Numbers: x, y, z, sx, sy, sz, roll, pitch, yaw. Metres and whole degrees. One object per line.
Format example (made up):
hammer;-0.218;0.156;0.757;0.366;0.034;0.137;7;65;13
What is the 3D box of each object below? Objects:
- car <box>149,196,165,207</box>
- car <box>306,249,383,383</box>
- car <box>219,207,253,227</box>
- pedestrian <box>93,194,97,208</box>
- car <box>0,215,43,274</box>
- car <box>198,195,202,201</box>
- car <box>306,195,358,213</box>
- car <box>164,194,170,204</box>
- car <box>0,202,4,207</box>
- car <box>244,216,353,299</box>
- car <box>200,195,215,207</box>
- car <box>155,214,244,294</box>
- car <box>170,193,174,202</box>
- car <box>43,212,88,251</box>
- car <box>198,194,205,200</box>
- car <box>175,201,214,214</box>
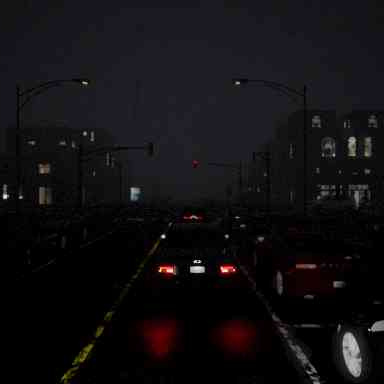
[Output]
car;-5.749;1.588;52.062;1.802;1.307;4.206;0;0;0
car;2.691;1.551;2.593;2.008;1.369;4.403;0;0;0
car;2.671;1.553;19.669;2.008;1.369;4.403;0;0;0
pedestrian;-12.603;1.134;43.187;0.375;1.860;0.375;0;-1;1
car;-5.695;1.441;8.292;1.967;1.590;4.097;0;0;0
car;2.618;1.590;63.101;1.802;1.307;4.206;0;0;0
car;15.567;1.315;37.253;5.566;2.045;2.150;0;0;1
car;-5.762;1.559;63.105;2.008;1.369;4.403;0;0;0
car;-25.499;1.446;40.427;4.829;1.417;1.752;0;-1;1
car;2.685;1.545;8.285;1.887;1.381;4.507;0;0;0
car;2.632;1.572;52.059;1.947;1.339;4.313;0;0;0
car;0.089;1.548;8.941;2.033;1.411;5.357;0;0;0
car;-5.775;1.451;74.149;1.967;1.590;4.097;0;0;0
car;-5.703;1.552;13.984;2.008;1.369;4.403;0;0;0
car;2.586;1.458;90.712;1.967;1.590;4.097;0;0;0
car;0.077;1.507;19.462;1.837;1.490;4.892;0;0;0
